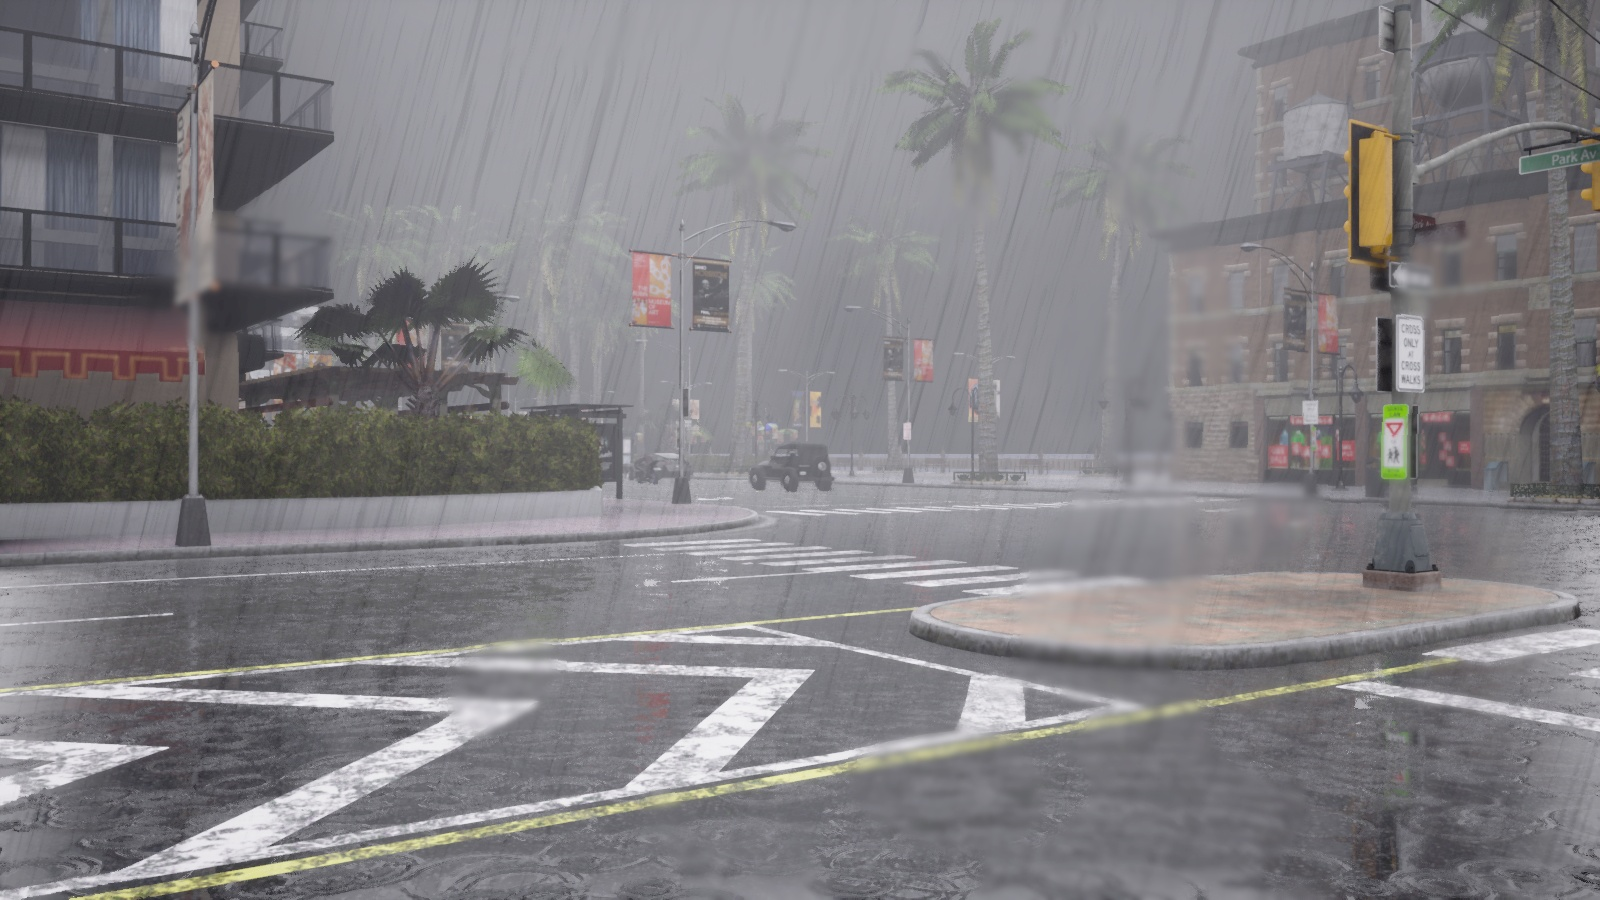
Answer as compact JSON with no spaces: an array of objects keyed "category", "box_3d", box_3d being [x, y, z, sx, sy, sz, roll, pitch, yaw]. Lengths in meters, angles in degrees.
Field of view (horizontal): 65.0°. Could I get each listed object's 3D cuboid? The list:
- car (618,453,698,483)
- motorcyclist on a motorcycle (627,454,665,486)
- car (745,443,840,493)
[{"category":"car","box_3d":[-7.530,0.923,66.262,2.163,1.488,4.792,0,0,-34]},{"category":"motorcyclist on a motorcycle","box_3d":[-7.349,0.942,59.804,0.866,1.530,2.191,0,0,-35]},{"category":"car","box_3d":[-0.346,0.664,49.563,1.905,1.878,3.866,0,0,-34]}]
